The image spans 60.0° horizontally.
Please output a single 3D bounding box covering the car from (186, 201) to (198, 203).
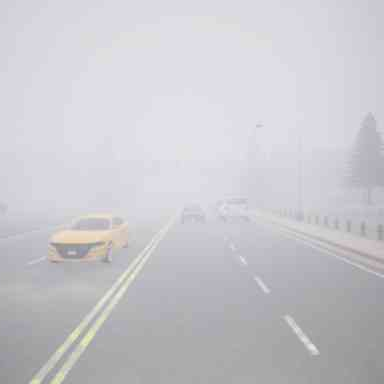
[{"bbox_3d":[-0.030,1.780,39.399,1.882,1.535,5.008,0,0,-2],"label":"car"}]

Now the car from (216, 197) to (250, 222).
[{"bbox_3d":[3.577,1.446,28.901,2.150,2.045,5.566,0,0,0],"label":"car"}]

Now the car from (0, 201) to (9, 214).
[{"bbox_3d":[-21.077,1.422,34.492,1.932,1.855,4.605,0,0,0],"label":"car"}]

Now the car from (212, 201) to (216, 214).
[{"bbox_3d":[3.558,1.662,40.498,2.097,1.767,4.553,0,0,0],"label":"car"}]

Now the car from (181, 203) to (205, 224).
[{"bbox_3d":[0.078,1.808,26.875,1.895,1.301,4.718,0,0,0],"label":"car"}]

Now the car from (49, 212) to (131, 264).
[{"bbox_3d":[-3.552,1.574,12.424,1.882,1.535,5.008,0,-1,0],"label":"car"}]
